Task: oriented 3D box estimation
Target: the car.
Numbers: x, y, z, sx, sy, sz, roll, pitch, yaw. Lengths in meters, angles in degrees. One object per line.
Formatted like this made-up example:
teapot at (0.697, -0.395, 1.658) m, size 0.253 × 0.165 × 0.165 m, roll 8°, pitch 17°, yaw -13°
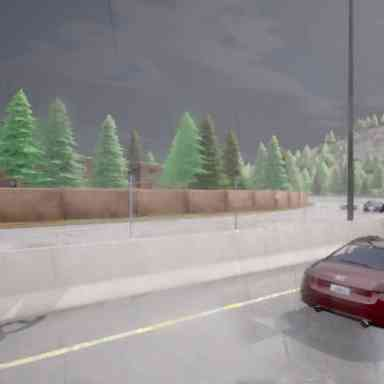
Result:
car at (4.072, 1.599, 6.692) m, size 4.181 × 1.385 × 1.994 m, roll 0°, pitch 0°, yaw -36°
